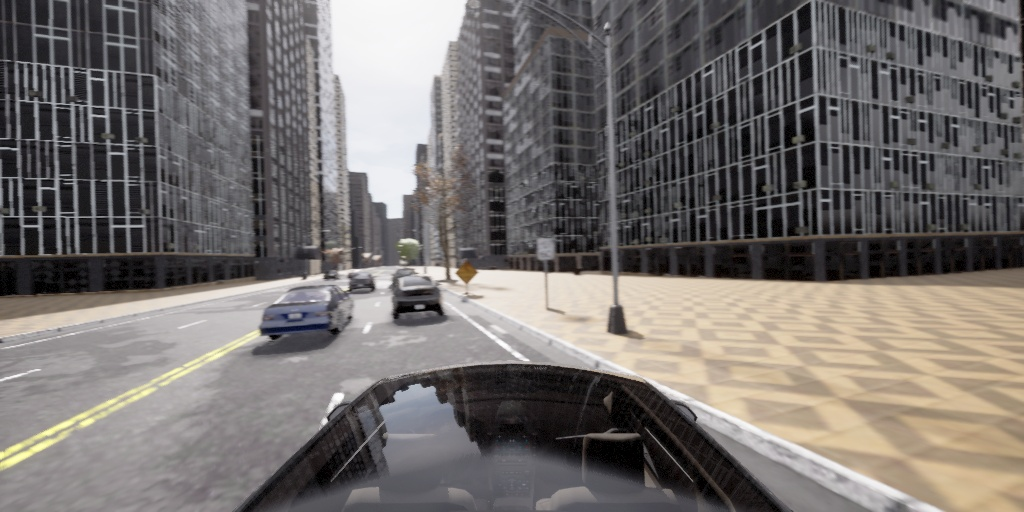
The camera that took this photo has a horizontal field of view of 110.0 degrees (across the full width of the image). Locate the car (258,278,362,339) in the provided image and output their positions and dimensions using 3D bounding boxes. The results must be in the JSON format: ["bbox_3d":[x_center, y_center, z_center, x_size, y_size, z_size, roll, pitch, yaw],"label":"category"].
[{"bbox_3d":[-6.375,1.657,11.679,2.033,1.411,5.357,-2,-1,-18],"label":"car"}]

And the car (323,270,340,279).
[{"bbox_3d":[-27.050,2.904,53.794,1.837,1.490,4.892,-2,-1,-18],"label":"car"}]

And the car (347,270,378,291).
[{"bbox_3d":[-11.903,2.052,28.686,1.812,1.442,4.674,-2,-1,-18],"label":"car"}]

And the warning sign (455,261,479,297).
[{"bbox_3d":[-2.399,1.173,19.126,1.300,1.860,1.060,0,0,-18],"label":"warning sign"}]

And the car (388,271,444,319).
[{"bbox_3d":[-3.943,1.565,14.764,1.837,1.490,4.892,-2,0,-18],"label":"car"}]

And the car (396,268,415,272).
[{"bbox_3d":[-8.567,1.758,28.903,2.097,1.767,4.553,-2,-1,-18],"label":"car"}]
